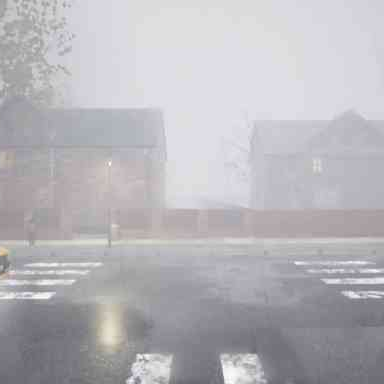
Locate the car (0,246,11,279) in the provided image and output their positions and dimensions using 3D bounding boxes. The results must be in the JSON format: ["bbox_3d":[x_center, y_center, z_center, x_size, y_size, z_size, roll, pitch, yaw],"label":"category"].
[{"bbox_3d":[-6.990,1.553,7.889,5.008,1.535,1.882,-1,-1,1],"label":"car"}]

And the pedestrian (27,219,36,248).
[{"bbox_3d":[-6.638,1.362,13.750,0.375,1.860,0.375,0,-1,1],"label":"pedestrian"}]
